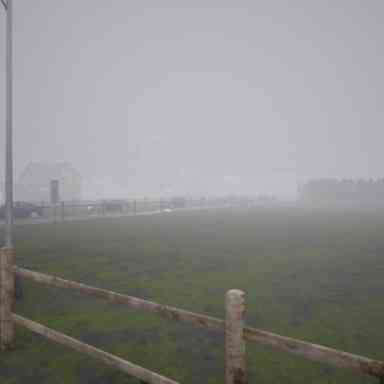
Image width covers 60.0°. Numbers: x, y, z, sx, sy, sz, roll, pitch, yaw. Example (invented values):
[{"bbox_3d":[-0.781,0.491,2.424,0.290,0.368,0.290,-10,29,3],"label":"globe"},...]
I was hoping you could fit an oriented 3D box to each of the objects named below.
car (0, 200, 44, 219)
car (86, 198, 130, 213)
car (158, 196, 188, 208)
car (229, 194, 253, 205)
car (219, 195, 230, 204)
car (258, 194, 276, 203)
[{"bbox_3d":[-14.164,1.422,25.883,1.882,1.535,5.008,-1,0,36],"label":"car"},{"bbox_3d":[-8.491,1.393,34.067,2.128,1.511,4.902,-1,0,35],"label":"car"},{"bbox_3d":[-2.393,1.359,42.924,1.837,1.490,4.892,-1,0,34],"label":"car"},{"bbox_3d":[8.283,1.326,53.255,1.994,1.385,4.181,-1,0,35],"label":"car"},{"bbox_3d":[6.365,1.198,55.490,1.837,1.490,4.892,-1,0,35],"label":"car"},{"bbox_3d":[13.892,1.063,61.420,2.097,1.767,4.553,-1,0,36],"label":"car"}]
